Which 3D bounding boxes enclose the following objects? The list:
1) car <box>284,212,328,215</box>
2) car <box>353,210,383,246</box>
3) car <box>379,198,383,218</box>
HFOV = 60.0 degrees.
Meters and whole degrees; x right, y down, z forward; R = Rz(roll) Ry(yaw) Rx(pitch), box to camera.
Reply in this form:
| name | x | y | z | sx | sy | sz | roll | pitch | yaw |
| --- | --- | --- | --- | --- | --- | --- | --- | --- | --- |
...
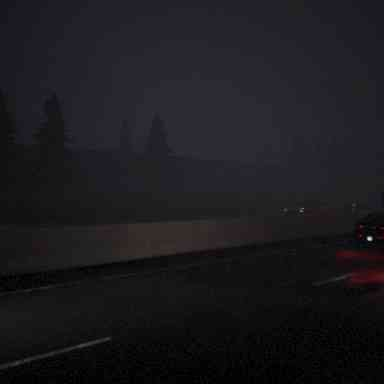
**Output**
| name | x | y | z | sx | sy | sz | roll | pitch | yaw |
| --- | --- | --- | --- | --- | --- | --- | --- | --- | --- |
| car | 9.876 | 1.449 | 28.273 | 4.553 | 1.767 | 2.097 | 0 | 0 | -36 |
| car | 8.926 | 1.567 | 14.438 | 4.892 | 1.490 | 1.837 | 0 | 0 | -36 |
| car | 19.633 | 1.488 | 30.960 | 4.553 | 1.767 | 2.097 | 0 | 0 | -36 |
